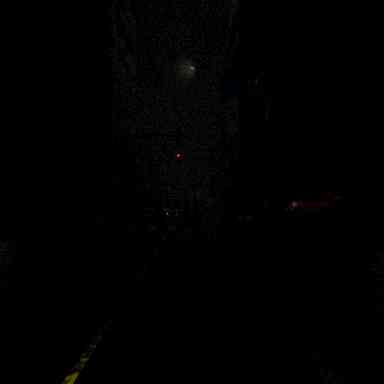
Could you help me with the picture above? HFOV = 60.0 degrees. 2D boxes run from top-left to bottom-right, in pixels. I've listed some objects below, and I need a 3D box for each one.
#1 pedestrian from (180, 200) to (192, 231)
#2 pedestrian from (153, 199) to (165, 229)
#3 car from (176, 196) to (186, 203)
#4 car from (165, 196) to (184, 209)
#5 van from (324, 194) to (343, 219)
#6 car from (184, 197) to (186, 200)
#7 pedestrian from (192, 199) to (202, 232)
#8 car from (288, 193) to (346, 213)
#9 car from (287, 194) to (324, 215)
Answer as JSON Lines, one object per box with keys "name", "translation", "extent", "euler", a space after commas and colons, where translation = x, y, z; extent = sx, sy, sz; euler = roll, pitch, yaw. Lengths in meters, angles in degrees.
{"name": "pedestrian", "translation": [-0.311, 1.286, 18.657], "extent": [0.375, 1.860, 0.375], "euler": [0, 0, 1]}
{"name": "pedestrian", "translation": [-1.946, 1.286, 19.873], "extent": [0.375, 1.860, 0.375], "euler": [0, 0, 1]}
{"name": "car", "translation": [-2.224, 1.571, 69.270], "extent": [1.994, 1.385, 4.181], "euler": [0, 0, 1]}
{"name": "car", "translation": [-2.585, 1.553, 45.499], "extent": [1.994, 1.385, 4.181], "euler": [0, 0, 1]}
{"name": "van", "translation": [12.383, 1.198, 24.825], "extent": [3.998, 1.788, 1.690], "euler": [-1, 1, 1]}
{"name": "car", "translation": [-2.458, 1.543, 56.330], "extent": [2.033, 1.411, 5.357], "euler": [0, 0, 1]}
{"name": "pedestrian", "translation": [0.238, 1.286, 19.250], "extent": [0.375, 1.860, 0.375], "euler": [0, 0, 1]}
{"name": "car", "translation": [12.456, 1.110, 33.349], "extent": [5.009, 1.841, 2.192], "euler": [-1, 1, 1]}
{"name": "car", "translation": [11.119, 1.184, 30.648], "extent": [4.553, 1.767, 2.097], "euler": [-1, 0, -2]}
